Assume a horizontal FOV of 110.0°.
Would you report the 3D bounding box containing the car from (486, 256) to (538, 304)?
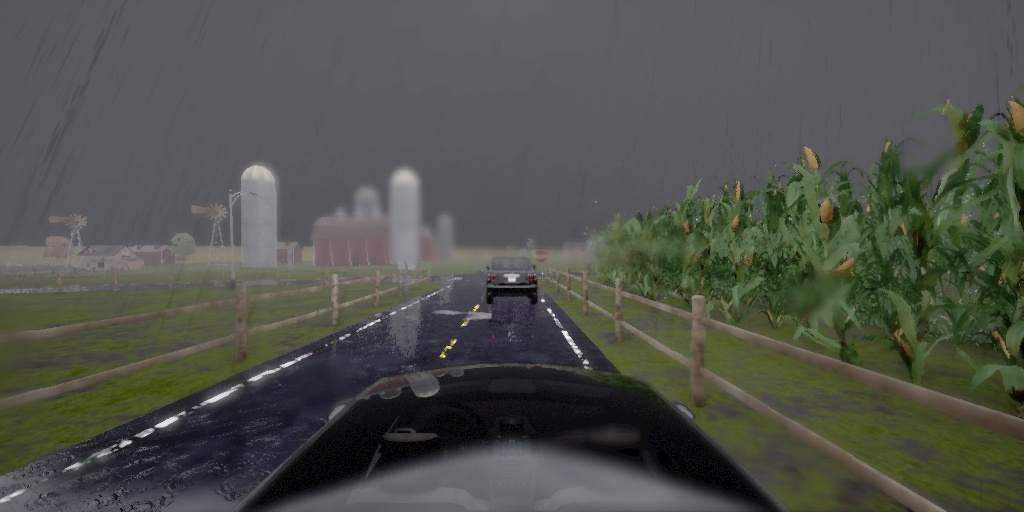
[{"bbox_3d":[0.000,1.005,16.532,2.150,2.045,5.566,0,0,0],"label":"car"}]
